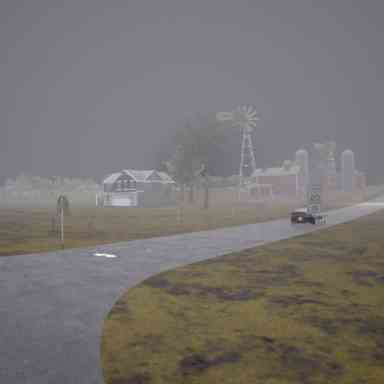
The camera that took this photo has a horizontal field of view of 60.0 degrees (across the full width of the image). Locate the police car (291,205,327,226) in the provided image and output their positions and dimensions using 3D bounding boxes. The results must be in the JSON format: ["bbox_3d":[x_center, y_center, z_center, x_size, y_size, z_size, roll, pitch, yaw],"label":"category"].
[{"bbox_3d":[9.983,1.931,28.158,1.930,1.638,5.238,-2,-2,36],"label":"police car"}]
